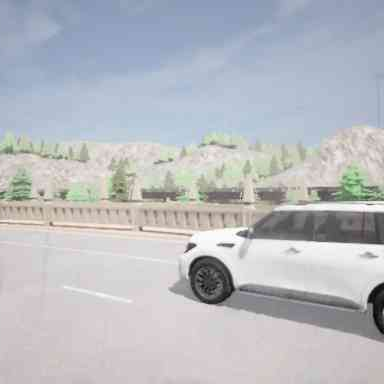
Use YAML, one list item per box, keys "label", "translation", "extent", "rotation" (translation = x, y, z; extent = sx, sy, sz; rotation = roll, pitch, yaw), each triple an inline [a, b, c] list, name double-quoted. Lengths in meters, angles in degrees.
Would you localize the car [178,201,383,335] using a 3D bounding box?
- label: "car"
  translation: [2.365, 1.194, 6.415]
  extent: [5.566, 2.045, 2.150]
  rotation: [0, 0, 34]
